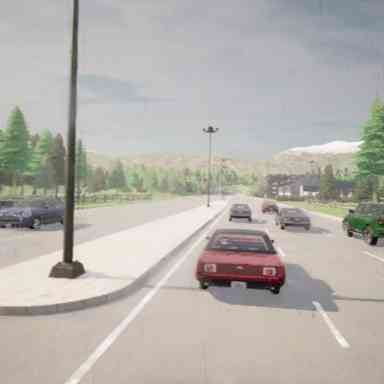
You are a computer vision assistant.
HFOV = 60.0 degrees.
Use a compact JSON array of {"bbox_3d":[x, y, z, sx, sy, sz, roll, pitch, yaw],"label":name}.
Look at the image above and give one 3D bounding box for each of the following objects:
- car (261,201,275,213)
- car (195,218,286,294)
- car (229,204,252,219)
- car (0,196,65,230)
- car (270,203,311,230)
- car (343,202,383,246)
[{"bbox_3d":[9.465,1.851,40.549,1.812,1.442,4.674,2,0,8],"label":"car"},{"bbox_3d":[1.291,1.650,9.066,1.895,1.301,4.718,2,0,8],"label":"car"},{"bbox_3d":[4.169,1.705,28.651,2.033,1.411,5.357,2,0,8],"label":"car"},{"bbox_3d":[-8.997,1.121,19.140,2.097,1.767,4.553,2,0,9],"label":"car"},{"bbox_3d":[6.869,1.775,22.997,2.033,1.411,5.357,2,0,8],"label":"car"},{"bbox_3d":[9.516,1.516,16.936,2.150,2.045,5.566,2,0,8],"label":"car"}]
